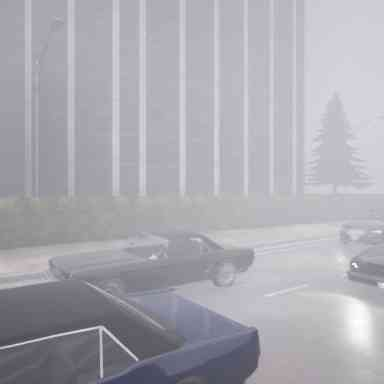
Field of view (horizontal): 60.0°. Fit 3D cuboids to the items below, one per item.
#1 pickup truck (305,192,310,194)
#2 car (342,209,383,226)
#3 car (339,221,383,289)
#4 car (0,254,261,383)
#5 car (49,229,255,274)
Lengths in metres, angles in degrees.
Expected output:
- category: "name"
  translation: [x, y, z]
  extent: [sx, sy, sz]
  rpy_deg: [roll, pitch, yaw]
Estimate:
- category: "pickup truck"
  translation: [25.298, 1.058, 75.759]
  extent: [2.390, 2.098, 6.274]
  rpy_deg: [0, 0, -6]
- category: "car"
  translation: [8.251, 1.492, 14.244]
  extent: [4.902, 1.511, 2.128]
  rpy_deg: [0, 0, -36]
- category: "car"
  translation: [6.131, 1.547, 8.408]
  extent: [5.357, 1.411, 2.033]
  rpy_deg: [0, 0, -36]
- category: "car"
  translation: [-1.698, 1.601, 2.763]
  extent: [4.718, 1.301, 1.895]
  rpy_deg: [0, 0, -36]
- category: "car"
  translation: [-0.818, 1.601, 7.716]
  extent: [4.718, 1.301, 1.895]
  rpy_deg: [0, 0, -36]
